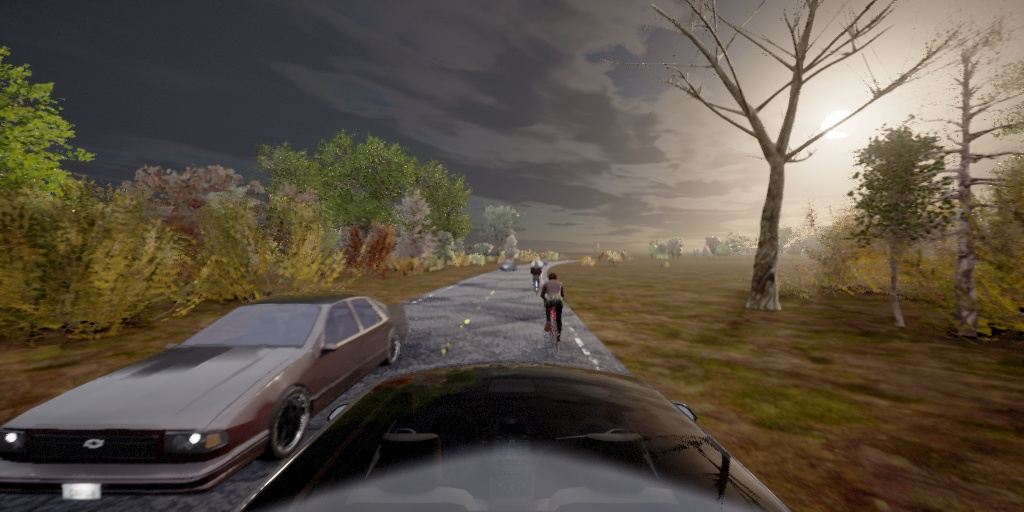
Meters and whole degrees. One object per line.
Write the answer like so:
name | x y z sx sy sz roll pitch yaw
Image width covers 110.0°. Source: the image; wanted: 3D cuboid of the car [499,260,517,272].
car | -0.487 1.275 47.183 2.128 1.511 4.902 0 0 6

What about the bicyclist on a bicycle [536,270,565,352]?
bicyclist on a bicycle | 0.919 1.206 7.991 0.582 1.620 1.656 0 0 1

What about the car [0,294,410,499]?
car | -3.056 1.298 5.229 2.033 1.411 5.357 0 0 1

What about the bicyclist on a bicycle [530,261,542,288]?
bicyclist on a bicycle | 1.232 1.130 18.161 0.659 1.776 1.843 0 0 3

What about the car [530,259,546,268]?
car | 4.080 1.321 58.138 1.812 1.442 4.674 0 0 8
